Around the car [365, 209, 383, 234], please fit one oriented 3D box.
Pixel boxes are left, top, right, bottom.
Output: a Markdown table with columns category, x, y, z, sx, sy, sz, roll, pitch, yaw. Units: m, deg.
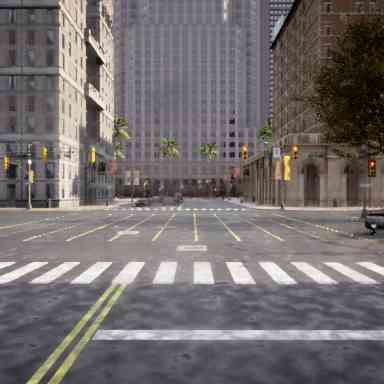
| category | x | y | z | sx | sy | sz | roll | pitch | yaw |
| --- | --- | --- | --- | --- | --- | --- | --- | --- | --- |
| car | 11.465 | 1.495 | 17.431 | 4.902 | 1.511 | 2.128 | 0 | -1 | -17 |

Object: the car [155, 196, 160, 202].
| category | x | y | z | sx | sy | sz | roll | pitch | yaw |
| --- | --- | --- | --- | --- | --- | --- | --- | --- | --- |
| car | -7.063 | 1.525 | 65.812 | 1.812 | 1.442 | 4.674 | 0 | 0 | 1 |

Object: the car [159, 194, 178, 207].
| category | x | y | z | sx | sy | sz | roll | pitch | yaw |
| --- | --- | --- | --- | --- | --- | --- | --- | --- | --- |
| car | -3.652 | 1.504 | 52.298 | 1.837 | 1.490 | 4.892 | 0 | 0 | 0 |

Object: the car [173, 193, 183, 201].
| category | x | y | z | sx | sy | sz | roll | pitch | yaw |
| --- | --- | --- | --- | --- | --- | --- | --- | --- | --- |
| car | -3.384 | 1.214 | 81.635 | 2.150 | 2.045 | 5.566 | 0 | 0 | 1 |

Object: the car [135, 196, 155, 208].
| category | x | y | z | sx | sy | sz | roll | pitch | yaw |
| --- | --- | --- | --- | --- | --- | --- | --- | --- | --- |
| car | -7.149 | 1.564 | 49.392 | 1.994 | 1.385 | 4.181 | 0 | 0 | 0 |

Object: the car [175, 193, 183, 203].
| category | x | y | z | sx | sy | sz | roll | pitch | yaw |
| --- | --- | --- | --- | --- | --- | --- | --- | --- | --- |
| car | -3.498 | 1.492 | 69.312 | 2.128 | 1.511 | 4.902 | 0 | 0 | 1 |

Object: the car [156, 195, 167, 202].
| category | x | y | z | sx | sy | sz | roll | pitch | yaw |
| --- | --- | --- | --- | --- | --- | --- | --- | --- | --- |
| car | -6.926 | 1.539 | 77.111 | 2.033 | 1.411 | 5.357 | 0 | 0 | 1 |
